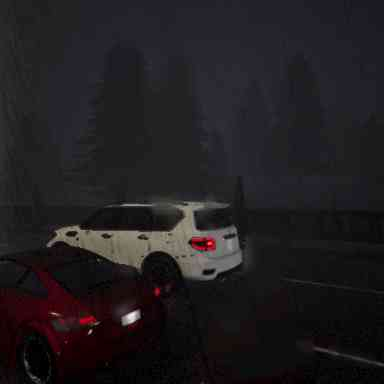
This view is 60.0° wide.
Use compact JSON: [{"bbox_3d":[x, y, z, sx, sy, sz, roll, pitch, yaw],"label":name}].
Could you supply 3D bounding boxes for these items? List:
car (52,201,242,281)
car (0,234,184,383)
[{"bbox_3d":[-1.435,1.264,8.849,5.566,2.045,2.150,-1,0,32],"label":"car"},{"bbox_3d":[-2.472,1.606,5.347,4.181,1.385,1.994,-1,0,32],"label":"car"}]
